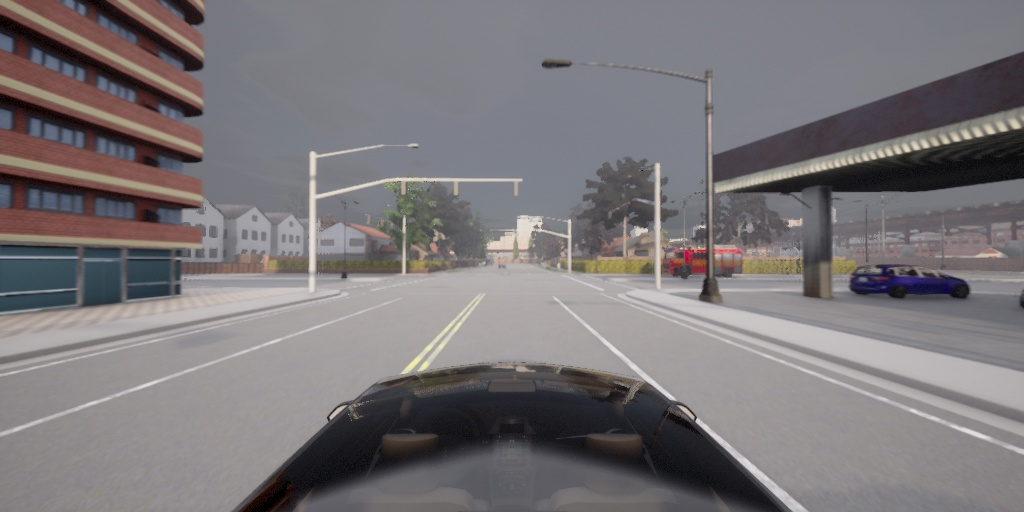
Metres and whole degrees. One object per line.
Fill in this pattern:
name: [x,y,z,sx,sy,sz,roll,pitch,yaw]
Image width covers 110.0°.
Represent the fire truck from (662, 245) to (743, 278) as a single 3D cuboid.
fire truck: [22.709,0.622,43.117,8.468,3.827,2.891,0,-1,1]
